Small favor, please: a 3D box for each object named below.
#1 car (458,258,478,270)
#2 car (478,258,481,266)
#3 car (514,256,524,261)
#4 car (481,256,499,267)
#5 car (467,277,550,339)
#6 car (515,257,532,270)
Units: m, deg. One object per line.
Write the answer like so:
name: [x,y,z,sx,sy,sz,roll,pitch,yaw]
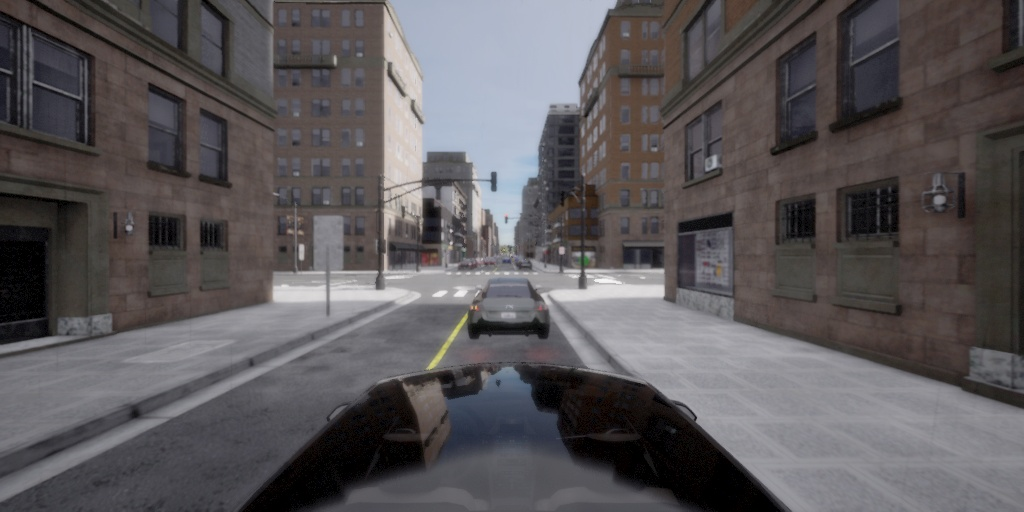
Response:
car: [-6.220,1.023,48.961,1.967,1.591,4.097,0,0,-1]
car: [-6.276,1.008,54.471,1.967,1.591,4.097,0,0,-1]
car: [1.693,1.134,60.063,1.802,1.307,4.207,0,0,-1]
car: [-3.764,1.149,62.017,1.895,1.301,4.718,0,0,0]
car: [-0.090,1.278,9.963,1.994,1.385,4.181,0,0,0]
car: [1.804,1.147,49.042,1.948,1.339,4.313,0,0,-1]
